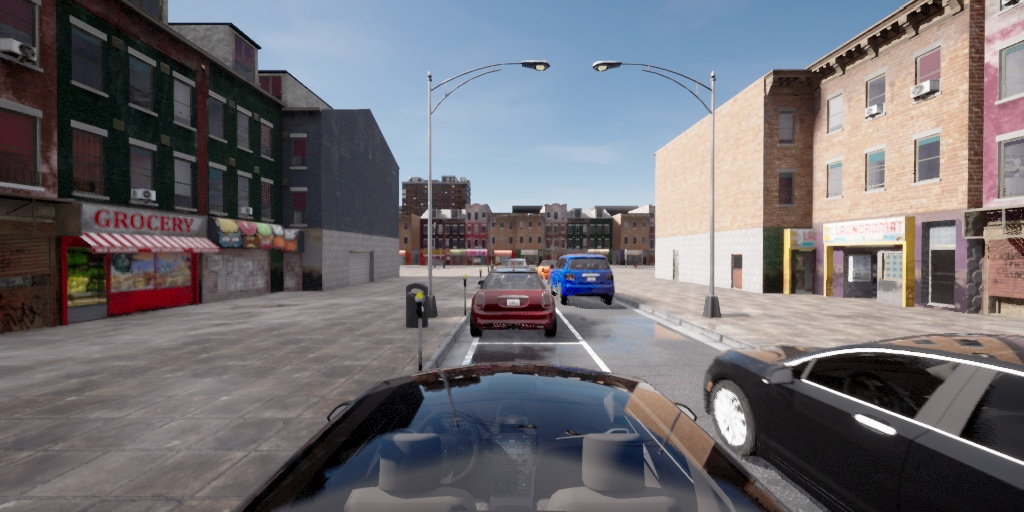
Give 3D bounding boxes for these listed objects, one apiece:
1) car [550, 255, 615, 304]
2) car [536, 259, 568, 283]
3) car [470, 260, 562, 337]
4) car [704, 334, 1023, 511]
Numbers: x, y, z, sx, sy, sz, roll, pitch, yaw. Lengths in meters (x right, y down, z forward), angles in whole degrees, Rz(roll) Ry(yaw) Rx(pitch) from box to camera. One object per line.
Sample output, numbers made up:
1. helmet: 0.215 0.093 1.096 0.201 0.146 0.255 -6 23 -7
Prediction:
1. car: 3.024 0.973 16.402 2.150 2.045 5.566 0 0 0
2. car: 3.105 1.106 28.751 2.097 1.767 4.553 0 0 0
3. car: 0.033 1.102 10.471 2.097 1.767 4.553 0 0 0
4. car: 3.113 1.255 2.169 1.837 1.490 4.892 0 0 0
